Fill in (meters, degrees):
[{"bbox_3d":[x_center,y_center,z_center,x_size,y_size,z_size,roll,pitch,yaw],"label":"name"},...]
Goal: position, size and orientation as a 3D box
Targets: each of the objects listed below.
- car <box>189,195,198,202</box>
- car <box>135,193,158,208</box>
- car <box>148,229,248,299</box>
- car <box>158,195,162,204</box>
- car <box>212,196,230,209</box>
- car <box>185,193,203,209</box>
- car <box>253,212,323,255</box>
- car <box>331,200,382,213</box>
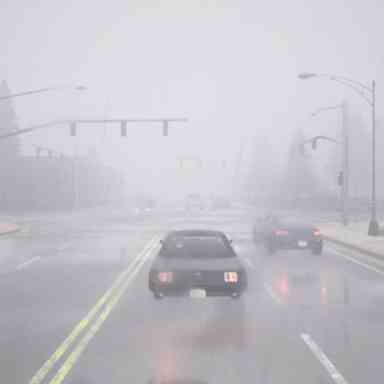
[{"bbox_3d":[0.320,1.339,73.616,2.033,1.411,5.357,0,0,0],"label":"car"},{"bbox_3d":[-6.860,1.188,49.013,2.150,2.045,5.566,0,0,1],"label":"car"},{"bbox_3d":[0.099,1.595,8.382,1.895,1.301,4.718,0,0,0],"label":"car"},{"bbox_3d":[-6.779,1.310,61.971,2.097,1.767,4.553,0,0,1],"label":"car"},{"bbox_3d":[3.790,1.322,44.345,2.097,1.767,4.553,0,0,0],"label":"car"},{"bbox_3d":[0.289,1.192,43.715,2.150,2.045,5.566,0,0,0],"label":"car"},{"bbox_3d":[3.637,1.517,13.174,1.812,1.442,4.674,0,0,0],"label":"car"},{"bbox_3d":[17.772,1.576,36.145,4.718,1.301,1.895,0,0,0],"label":"car"}]
